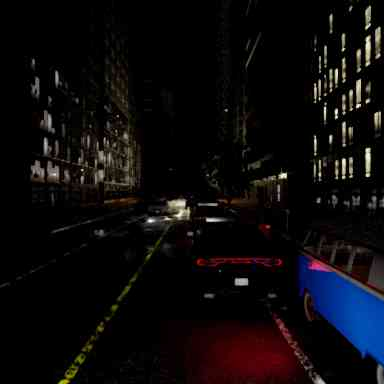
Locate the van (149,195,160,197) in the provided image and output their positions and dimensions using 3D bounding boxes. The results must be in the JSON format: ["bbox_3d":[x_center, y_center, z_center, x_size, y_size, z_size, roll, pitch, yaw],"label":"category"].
[{"bbox_3d":[-5.699,1.319,50.019,1.690,1.788,3.998,0,0,0],"label":"van"}]

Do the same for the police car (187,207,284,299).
[{"bbox_3d":[0.898,1.423,8.606,1.930,1.638,5.238,0,0,0],"label":"police car"}]

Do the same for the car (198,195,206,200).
[{"bbox_3d":[2.676,1.446,89.864,1.887,1.381,4.507,0,0,0],"label":"car"}]

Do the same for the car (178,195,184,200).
[{"bbox_3d":[-3.019,1.439,93.757,2.033,1.411,5.357,0,0,0],"label":"car"}]

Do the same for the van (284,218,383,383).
[{"bbox_3d":[2.689,1.340,4.478,1.690,1.788,3.998,0,0,0],"label":"van"}]

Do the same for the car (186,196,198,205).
[{"bbox_3d":[-0.011,1.510,59.243,2.033,1.411,5.357,0,0,0],"label":"car"}]

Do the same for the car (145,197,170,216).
[{"bbox_3d":[-3.107,1.519,32.333,1.812,1.442,4.674,0,0,0],"label":"car"}]

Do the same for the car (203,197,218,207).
[{"bbox_3d":[2.682,1.529,50.017,2.008,1.369,4.403,0,0,0],"label":"car"}]

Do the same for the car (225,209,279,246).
[{"bbox_3d":[2.687,1.579,15.862,1.802,1.307,4.206,0,0,0],"label":"car"}]

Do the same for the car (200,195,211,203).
[{"bbox_3d":[2.679,1.389,67.094,1.967,1.590,4.097,0,0,0],"label":"car"}]

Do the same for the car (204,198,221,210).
[{"bbox_3d":[2.683,1.536,44.325,2.008,1.369,4.403,0,0,0],"label":"car"}]

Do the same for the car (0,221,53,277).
[{"bbox_3d":[-5.693,1.580,10.171,1.802,1.307,4.206,0,0,0],"label":"car"}]

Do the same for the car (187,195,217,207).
[{"bbox_3d":[0.895,1.220,24.527,2.150,2.045,5.566,0,0,0],"label":"car"}]

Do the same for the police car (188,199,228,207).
[{"bbox_3d":[0.896,1.421,18.606,1.930,1.638,5.238,0,0,0],"label":"police car"}]

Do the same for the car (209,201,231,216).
[{"bbox_3d":[2.684,1.575,32.940,1.802,1.307,4.206,0,0,0],"label":"car"}]

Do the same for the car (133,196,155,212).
[{"bbox_3d":[-5.697,1.541,38.634,2.008,1.369,4.403,0,0,0],"label":"car"}]

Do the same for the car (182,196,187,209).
[{"bbox_3d":[-0.007,1.532,44.754,2.033,1.411,5.357,0,0,0],"label":"car"}]

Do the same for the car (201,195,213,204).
[{"bbox_3d":[2.680,1.399,61.402,1.967,1.590,4.097,0,0,0],"label":"car"}]
